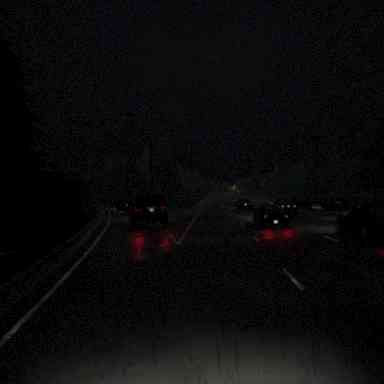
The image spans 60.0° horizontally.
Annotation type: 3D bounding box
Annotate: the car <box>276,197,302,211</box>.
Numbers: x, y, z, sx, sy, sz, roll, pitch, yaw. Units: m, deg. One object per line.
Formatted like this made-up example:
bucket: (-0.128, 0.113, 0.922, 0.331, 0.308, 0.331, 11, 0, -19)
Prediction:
car: (9.550, 1.438, 34.882, 2.033, 1.411, 5.357, 0, 0, 4)

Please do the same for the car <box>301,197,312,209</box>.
car: (13.473, 1.341, 41.643, 1.882, 1.535, 5.008, 0, 0, 4)

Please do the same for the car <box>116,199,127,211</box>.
car: (-8.099, 1.489, 40.459, 1.994, 1.385, 4.181, 0, 0, -18)

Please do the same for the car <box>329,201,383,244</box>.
car: (8.358, 1.418, 15.485, 1.882, 1.535, 5.008, 0, 0, 4)

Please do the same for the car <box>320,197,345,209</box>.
car: (16.866, 1.350, 39.810, 2.128, 1.511, 4.902, 0, 0, 4)

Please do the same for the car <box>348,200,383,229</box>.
car: (12.257, 1.392, 21.897, 1.882, 1.535, 5.008, 0, 0, 4)

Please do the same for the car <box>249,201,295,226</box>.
car: (5.293, 1.532, 22.665, 1.895, 1.301, 4.718, 0, 0, 4)

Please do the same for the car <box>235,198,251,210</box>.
car: (6.428, 1.448, 41.126, 1.994, 1.385, 4.181, 0, 0, 4)

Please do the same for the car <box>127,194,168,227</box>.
car: (-3.034, 1.176, 22.570, 2.150, 2.045, 5.566, 0, 0, -13)

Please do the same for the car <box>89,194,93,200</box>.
car: (-26.247, 1.363, 83.618, 1.837, 1.490, 4.892, 0, 0, -30)
